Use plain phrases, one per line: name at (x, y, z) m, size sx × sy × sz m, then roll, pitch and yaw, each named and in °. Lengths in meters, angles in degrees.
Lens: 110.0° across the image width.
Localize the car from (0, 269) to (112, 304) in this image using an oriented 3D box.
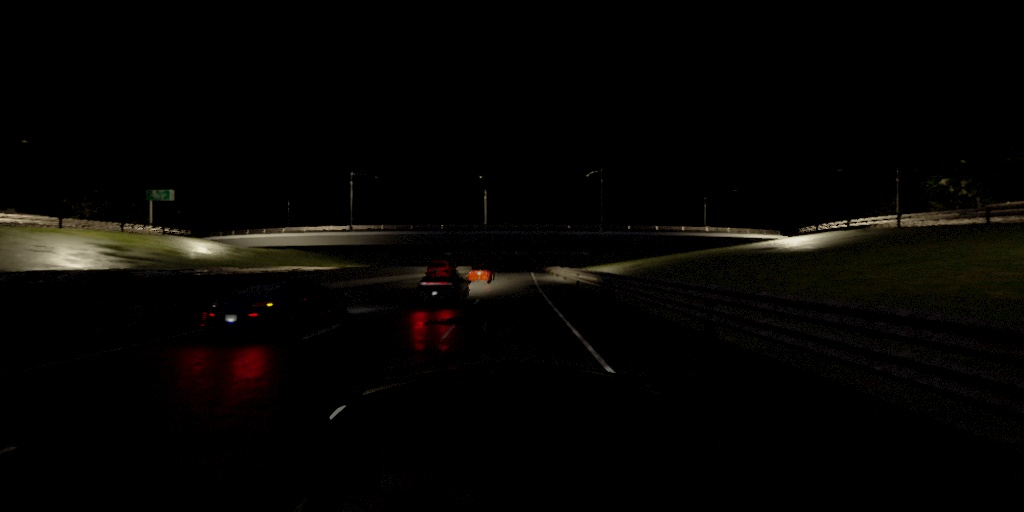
car at (-24.516, 1.459, 18.564) m, size 2.128 × 1.511 × 4.902 m, roll 0°, pitch -1°, yaw 1°

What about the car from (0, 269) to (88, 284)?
car at (-21.024, 1.435, 17.895) m, size 1.882 × 1.535 × 5.008 m, roll 0°, pitch -1°, yaw 1°

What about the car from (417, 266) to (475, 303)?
car at (-3.328, 1.454, 17.985) m, size 2.128 × 1.511 × 4.902 m, roll 0°, pitch -1°, yaw 1°

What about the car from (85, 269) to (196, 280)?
car at (-17.525, 1.484, 17.936) m, size 1.812 × 1.442 × 4.674 m, roll 0°, pitch -1°, yaw 1°

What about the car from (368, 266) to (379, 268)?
car at (-22.867, 2.342, 59.487) m, size 1.837 × 1.490 × 4.892 m, roll 0°, pitch -1°, yaw 3°

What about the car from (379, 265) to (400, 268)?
car at (-19.409, 2.301, 58.793) m, size 1.882 × 1.535 × 5.008 m, roll 0°, pitch -1°, yaw 3°

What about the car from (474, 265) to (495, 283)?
car at (-2.844, 1.630, 34.121) m, size 2.097 × 1.767 × 4.553 m, roll 0°, pitch -1°, yaw 2°

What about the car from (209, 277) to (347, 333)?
car at (-6.898, 1.385, 11.117) m, size 1.812 × 1.442 × 4.674 m, roll 0°, pitch -1°, yaw 0°

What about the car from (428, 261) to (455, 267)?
car at (-6.381, 1.484, 33.495) m, size 2.150 × 2.045 × 5.566 m, roll 0°, pitch -1°, yaw 2°
